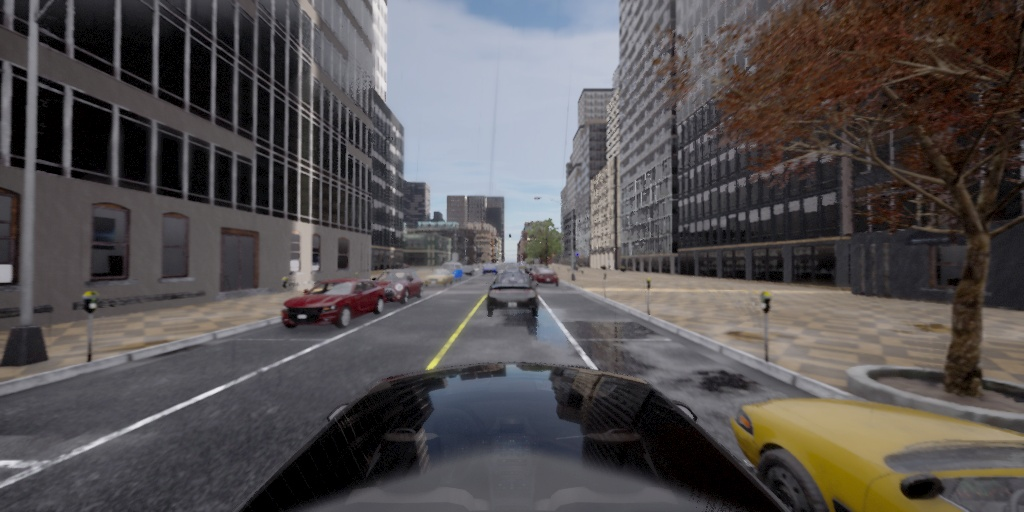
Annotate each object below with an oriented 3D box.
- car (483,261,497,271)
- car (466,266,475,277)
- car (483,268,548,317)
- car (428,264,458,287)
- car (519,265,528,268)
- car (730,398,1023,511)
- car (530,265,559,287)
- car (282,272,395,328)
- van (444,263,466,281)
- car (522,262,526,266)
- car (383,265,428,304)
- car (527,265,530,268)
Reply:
[{"bbox_3d":[-3.074,1.889,50.712,1.882,1.535,5.008,0,-1,0],"label":"car"},{"bbox_3d":[-5.706,1.902,45.202,1.948,1.339,4.313,0,0,0],"label":"car"},{"bbox_3d":[0.041,1.409,14.116,2.128,1.511,4.902,0,-1,1],"label":"car"},{"bbox_3d":[-5.700,1.638,28.416,1.751,1.417,4.829,0,0,0],"label":"car"},{"bbox_3d":[0.038,1.688,29.368,1.994,1.385,4.181,0,-1,0],"label":"car"},{"bbox_3d":[2.691,1.265,1.065,1.751,1.417,4.829,0,0,0],"label":"car"},{"bbox_3d":[2.680,1.658,28.589,1.888,1.381,4.507,0,0,0],"label":"car"},{"bbox_3d":[-5.694,1.433,11.969,1.888,1.381,4.507,0,0,0],"label":"car"},{"bbox_3d":[-5.702,1.528,34.124,1.690,1.789,3.998,0,0,0],"label":"van"},{"bbox_3d":[2.673,1.978,50.744,1.948,1.339,4.313,0,0,0],"label":"car"},{"bbox_3d":[-5.696,1.403,17.509,1.967,1.591,4.097,0,0,0],"label":"car"},{"bbox_3d":[2.679,1.627,34.128,1.967,1.591,4.097,0,0,0],"label":"car"}]
